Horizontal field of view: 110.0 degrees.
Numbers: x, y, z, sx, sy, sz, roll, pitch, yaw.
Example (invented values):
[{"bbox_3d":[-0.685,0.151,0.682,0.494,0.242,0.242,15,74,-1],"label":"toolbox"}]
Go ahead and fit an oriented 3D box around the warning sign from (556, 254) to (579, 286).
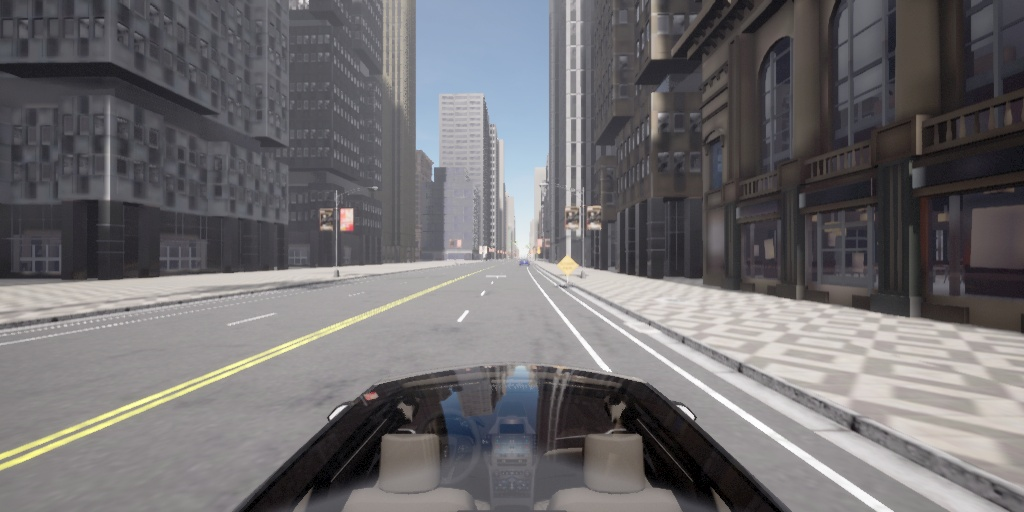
[{"bbox_3d":[3.336,0.848,21.506,1.300,1.860,1.060,0,0,1],"label":"warning sign"}]
